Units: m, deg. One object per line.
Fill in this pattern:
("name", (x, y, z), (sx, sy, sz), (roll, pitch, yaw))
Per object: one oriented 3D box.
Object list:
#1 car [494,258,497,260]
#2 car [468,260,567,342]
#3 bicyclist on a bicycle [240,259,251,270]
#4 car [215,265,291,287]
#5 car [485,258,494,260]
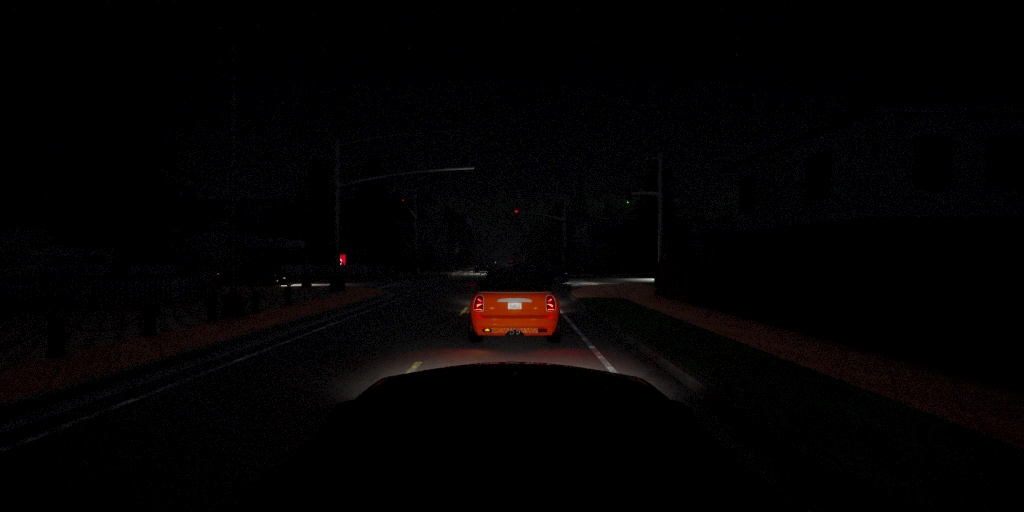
("car", (-3.588, 1.241, 54.207), (2.128, 1.511, 4.902), (0, 0, 0))
("car", (0.072, 1.102, 9.904), (2.097, 1.767, 4.553), (0, 0, 0))
("bicyclist on a bicycle", (-23.556, 1.066, 31.764), (0.582, 1.620, 1.656), (0, 0, -2))
("car", (-17.572, 1.329, 24.457), (4.181, 1.385, 1.994), (0, 0, -2))
("car", (-3.595, 1.228, 44.746), (1.882, 1.535, 5.008), (0, 0, 0))
